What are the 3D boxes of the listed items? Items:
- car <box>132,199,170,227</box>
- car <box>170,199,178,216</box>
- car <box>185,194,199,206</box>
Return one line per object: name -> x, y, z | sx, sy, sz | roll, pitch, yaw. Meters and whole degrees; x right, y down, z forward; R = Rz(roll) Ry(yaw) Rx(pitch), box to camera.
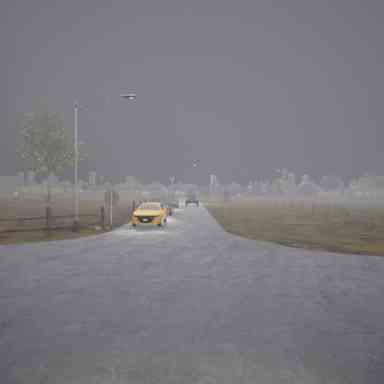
car -> -2.881, 1.487, 23.372 | 1.882, 1.535, 5.008 | 0, 0, 1
car -> -2.837, 1.506, 33.383 | 2.128, 1.511, 4.902 | 0, 0, 0
car -> 0.018, 1.264, 55.383 | 2.150, 2.045, 5.566 | 0, 0, 0
